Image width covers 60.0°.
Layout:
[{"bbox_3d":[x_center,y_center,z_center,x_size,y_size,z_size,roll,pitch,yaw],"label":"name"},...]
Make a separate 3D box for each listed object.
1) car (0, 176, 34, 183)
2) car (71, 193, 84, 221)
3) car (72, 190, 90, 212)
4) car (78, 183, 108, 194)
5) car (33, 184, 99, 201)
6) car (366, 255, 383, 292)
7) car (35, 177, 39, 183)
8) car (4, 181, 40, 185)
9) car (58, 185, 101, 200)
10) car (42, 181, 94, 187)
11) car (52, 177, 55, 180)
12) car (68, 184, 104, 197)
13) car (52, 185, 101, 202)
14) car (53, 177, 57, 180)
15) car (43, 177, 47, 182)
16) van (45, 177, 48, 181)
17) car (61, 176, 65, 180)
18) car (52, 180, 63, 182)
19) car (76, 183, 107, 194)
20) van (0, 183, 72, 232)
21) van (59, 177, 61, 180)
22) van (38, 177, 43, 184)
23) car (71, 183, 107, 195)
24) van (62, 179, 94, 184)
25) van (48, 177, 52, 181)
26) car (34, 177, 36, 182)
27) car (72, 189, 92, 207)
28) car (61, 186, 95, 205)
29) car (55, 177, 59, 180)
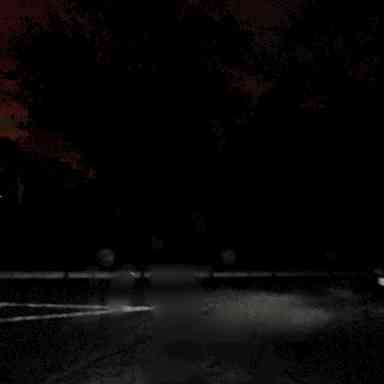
[{"bbox_3d":[-22.613,-0.860,42.645,2.150,2.045,5.566,4,1,-12],"label":"car"},{"bbox_3d":[-8.943,0.945,18.883,4.792,1.488,2.163,4,1,-12],"label":"car"},{"bbox_3d":[-9.734,0.792,21.550,5.366,1.575,1.946,4,1,-12],"label":"car"},{"bbox_3d":[-17.703,-0.671,59.552,4.892,1.521,2.231,4,1,-12],"label":"car"},{"bbox_3d":[-11.294,0.486,29.723,5.008,1.535,2.097,4,1,-12],"label":"car"},{"bbox_3d":[6.876,1.954,8.504,4.902,1.511,2.128,2,-1,-15],"label":"car"},{"bbox_3d":[-31.461,-1.620,61.407,4.674,1.452,2.002,4,1,-12],"label":"car"},{"bbox_3d":[-17.174,0.019,33.361,1.837,1.490,4.892,4,1,-12],"label":"car"},{"bbox_3d":[-13.637,0.103,40.570,4.674,1.452,2.002,4,1,-12],"label":"car"},{"bbox_3d":[-11.843,0.257,32.437,4.553,1.767,2.185,4,1,-12],"label":"car"},{"bbox_3d":[-34.377,-2.170,75.108,4.792,1.488,2.163,4,2,-12],"label":"car"},{"bbox_3d":[-15.409,-0.224,48.698,4.792,1.488,2.163,4,1,-12],"label":"car"},{"bbox_3d":[-13.053,0.168,37.856,5.008,1.535,2.097,4,1,-12],"label":"car"},{"bbox_3d":[-34.997,-2.279,77.845,4.674,1.452,2.002,4,2,-12],"label":"car"},{"bbox_3d":[-32.643,-1.873,66.882,5.008,1.535,2.097,4,1,-12],"label":"car"},{"bbox_3d":[-33.325,-2.212,69.595,4.442,1.987,1.878,4,1,-12],"label":"van"},{"bbox_3d":[-36.764,-2.942,86.047,5.566,2.045,2.435,4,2,-12],"label":"car"},{"bbox_3d":[-21.908,-0.776,55.379,1.994,1.385,4.181,4,1,-12],"label":"car"},{"bbox_3d":[-17.101,-0.536,56.846,4.792,1.488,2.163,4,1,-12],"label":"car"},{"bbox_3d":[-8.486,0.788,16.136,4.442,1.987,1.878,4,1,-12],"label":"van"},{"bbox_3d":[-36.038,-2.780,83.343,4.442,1.987,1.878,4,2,-12],"label":"van"},{"bbox_3d":[-31.920,-1.984,64.164,4.442,1.987,1.878,4,1,-12],"label":"van"},{"bbox_3d":[-16.725,-0.477,54.088,5.366,1.575,1.946,4,1,-12],"label":"car"},{"bbox_3d":[-14.084,-0.260,43.300,4.442,1.987,1.878,4,1,-12],"label":"van"},{"bbox_3d":[-33.686,-2.308,72.382,4.442,1.987,1.878,4,2,-12],"label":"van"},{"bbox_3d":[-31.053,-1.569,58.628,5.366,1.575,1.946,4,1,-12],"label":"car"},{"bbox_3d":[-10.109,0.730,24.307,4.792,1.488,2.163,4,1,-12],"label":"car"},{"bbox_3d":[-10.723,0.593,27.009,4.892,1.521,2.231,4,1,-12],"label":"car"},{"bbox_3d":[-35.573,-2.439,80.584,4.892,1.521,2.231,4,2,-12],"label":"car"}]
